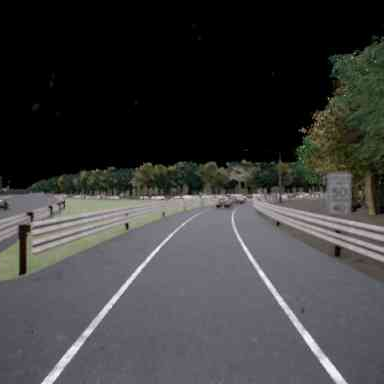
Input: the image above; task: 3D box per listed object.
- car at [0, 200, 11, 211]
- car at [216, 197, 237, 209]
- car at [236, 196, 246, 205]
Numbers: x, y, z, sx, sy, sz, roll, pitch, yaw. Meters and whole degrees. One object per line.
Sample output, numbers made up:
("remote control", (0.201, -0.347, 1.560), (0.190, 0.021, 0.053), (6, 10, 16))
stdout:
("car", (-29.243, 2.065, 51.200), (1.837, 1.490, 4.892), (0, -1, -20))
("car", (4.592, 1.591, 45.915), (1.895, 1.301, 4.718), (0, 0, 15))
("car", (8.203, 1.469, 58.114), (1.812, 1.442, 4.674), (0, 0, 21))
